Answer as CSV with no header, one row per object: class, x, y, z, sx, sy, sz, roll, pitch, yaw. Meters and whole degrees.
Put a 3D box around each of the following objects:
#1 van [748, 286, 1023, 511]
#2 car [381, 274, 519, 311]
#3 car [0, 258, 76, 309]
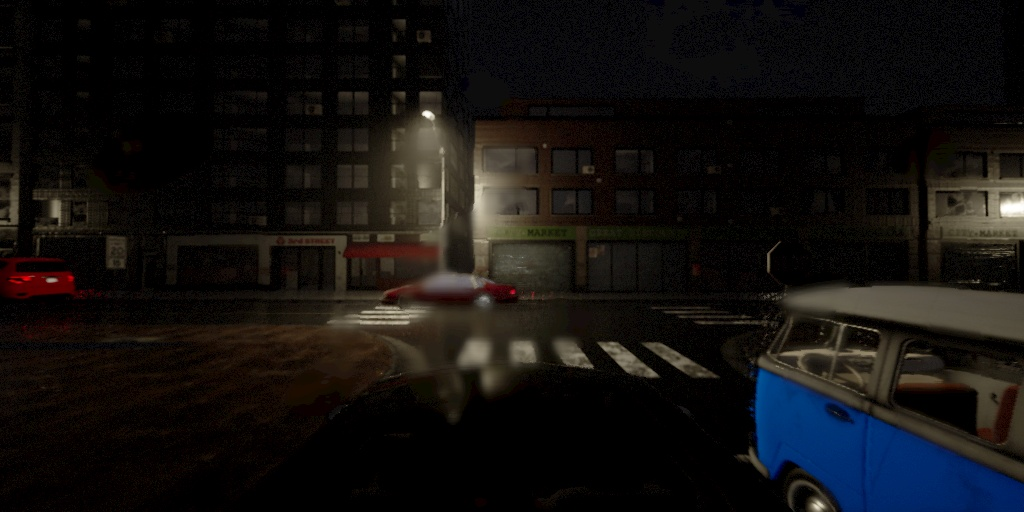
van,2.638,1.085,1.149,1.690,1.789,3.998,0,0,0
car,-2.399,1.424,14.577,5.357,1.411,2.033,0,-1,0
car,-21.396,1.087,14.609,5.566,2.045,2.150,0,-1,0
